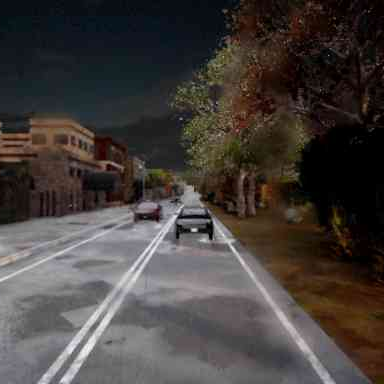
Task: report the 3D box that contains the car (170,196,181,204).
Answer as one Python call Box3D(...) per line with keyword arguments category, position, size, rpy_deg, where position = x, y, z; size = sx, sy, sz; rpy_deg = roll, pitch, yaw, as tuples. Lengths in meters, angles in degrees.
Box3D(category="car", position=(-3.203, 1.589, 66.722), size=(1.994, 1.385, 4.181), rpy_deg=(0, 0, 0))

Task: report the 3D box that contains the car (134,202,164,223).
Box3D(category="car", position=(-3.331, 1.501, 26.127), size=(1.882, 1.535, 5.008), rpy_deg=(0, 0, 0))

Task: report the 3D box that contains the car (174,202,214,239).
Box3D(category="car", position=(0.108, 1.507, 17.524), size=(2.128, 1.511, 4.902), rpy_deg=(0, 0, 0))
